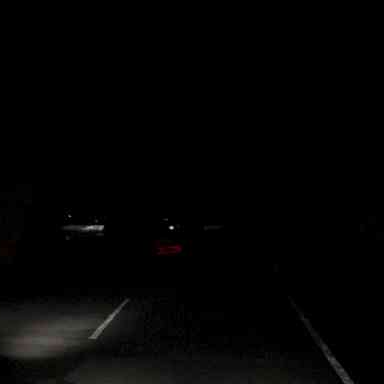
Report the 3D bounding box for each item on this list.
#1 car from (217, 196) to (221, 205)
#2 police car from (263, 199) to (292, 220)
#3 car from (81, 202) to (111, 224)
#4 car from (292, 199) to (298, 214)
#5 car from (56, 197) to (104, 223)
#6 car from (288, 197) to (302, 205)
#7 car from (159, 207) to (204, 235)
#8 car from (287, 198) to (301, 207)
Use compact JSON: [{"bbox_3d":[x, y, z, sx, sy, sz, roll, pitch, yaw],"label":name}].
[{"bbox_3d":[5.740,1.847,67.214,2.150,2.045,5.566,0,0,21],"label":"car"},{"bbox_3d":[8.117,1.750,32.089,1.930,1.638,5.238,0,-1,21],"label":"police car"},{"bbox_3d":[-6.180,1.761,26.752,2.033,1.411,5.357,0,-1,17],"label":"car"},{"bbox_3d":[11.731,1.929,41.294,1.837,1.490,4.892,0,-1,21],"label":"car"},{"bbox_3d":[-9.414,1.433,28.052,2.150,2.045,5.566,0,-1,18],"label":"car"},{"bbox_3d":[19.563,1.888,64.463,2.150,2.045,5.566,0,-1,21],"label":"car"},{"bbox_3d":[-0.519,1.685,20.250,1.837,1.490,4.892,0,-1,14],"label":"car"},{"bbox_3d":[13.924,2.009,46.878,1.812,1.442,4.674,0,-1,21],"label":"car"}]
